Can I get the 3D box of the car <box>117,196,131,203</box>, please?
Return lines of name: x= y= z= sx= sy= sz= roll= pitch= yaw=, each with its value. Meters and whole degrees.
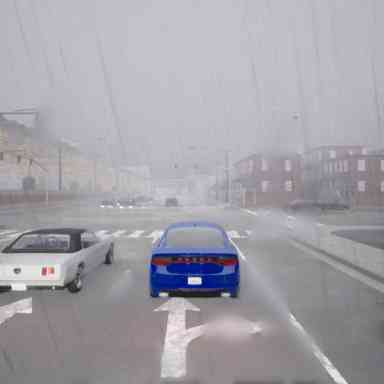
car: x=-13.927 y=1.601 z=68.099 sx=1.895 sy=1.301 sz=4.718 roll=0 pitch=0 yaw=0

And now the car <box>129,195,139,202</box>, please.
car: x=-13.914 y=1.523 z=79.996 sx=1.812 sy=1.442 sz=4.674 roll=0 pitch=0 yaw=0

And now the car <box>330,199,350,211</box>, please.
car: x=15.875 y=1.547 z=39.556 sx=5.357 sy=1.411 sz=2.033 roll=0 pitch=0 yaw=0

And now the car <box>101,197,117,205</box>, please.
car: x=-14.012 y=1.564 z=56.543 sx=1.994 sy=1.385 sz=4.181 roll=0 pitch=0 yaw=0

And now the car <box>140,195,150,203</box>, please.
car: x=-10.426 y=1.505 z=68.797 sx=1.837 sy=1.490 sz=4.892 roll=0 pitch=0 yaw=0

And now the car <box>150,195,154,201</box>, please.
car: x=-10.413 y=1.477 z=81.154 sx=1.882 sy=1.535 sz=5.008 roll=0 pitch=0 yaw=0

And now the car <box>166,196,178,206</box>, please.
car: x=-3.340 y=1.504 z=55.865 sx=1.837 sy=1.490 sz=4.892 roll=0 pitch=0 yaw=0

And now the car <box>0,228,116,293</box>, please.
car: x=-3.420 y=1.601 z=8.838 sx=1.895 sy=1.301 sz=4.718 roll=0 pitch=0 yaw=0

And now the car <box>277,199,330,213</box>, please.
car: x=11.793 y=1.477 z=36.006 sx=5.008 sy=1.535 sz=1.882 roll=0 pitch=0 yaw=-1

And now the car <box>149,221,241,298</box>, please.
car: x=0.075 y=1.478 z=8.571 sx=1.882 sy=1.535 sz=5.008 roll=0 pitch=0 yaw=1

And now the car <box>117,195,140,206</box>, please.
car: x=-10.520 y=1.352 z=55.033 sx=2.097 sy=1.767 sz=4.553 roll=0 pitch=0 yaw=0
